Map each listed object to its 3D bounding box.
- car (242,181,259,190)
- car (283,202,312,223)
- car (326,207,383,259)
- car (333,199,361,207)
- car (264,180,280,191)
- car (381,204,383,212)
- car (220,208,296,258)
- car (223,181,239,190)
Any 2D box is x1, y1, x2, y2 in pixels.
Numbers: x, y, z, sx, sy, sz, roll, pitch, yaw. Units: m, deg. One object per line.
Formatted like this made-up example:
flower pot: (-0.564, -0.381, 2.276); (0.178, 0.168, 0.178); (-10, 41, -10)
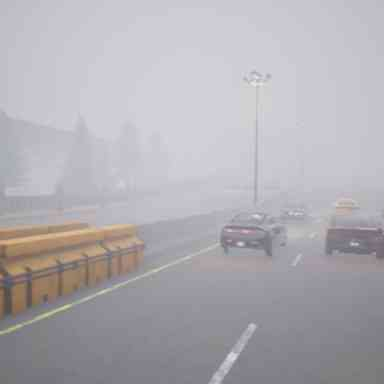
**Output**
car: (9.911, -1.152, 55.827); (1.812, 1.442, 4.674); (1, 6, 24)
car: (7.964, 1.444, 25.422); (2.033, 1.411, 5.357); (1, 3, 25)
car: (6.536, 1.606, 13.494); (1.882, 1.535, 5.008); (1, 0, 24)
car: (12.518, 1.267, 26.962); (1.882, 1.535, 5.008); (1, 4, 24)
car: (13.100, -1.132, 54.390); (1.837, 1.490, 4.892); (1, 7, 24)
car: (15.521, 1.378, 25.113); (1.812, 1.442, 4.674); (1, 3, 25)
car: (2.649, 1.568, 13.405); (2.128, 1.511, 4.902); (1, 0, 25)
car: (6.732, -1.157, 57.287); (1.994, 1.385, 4.181); (1, 6, 24)
